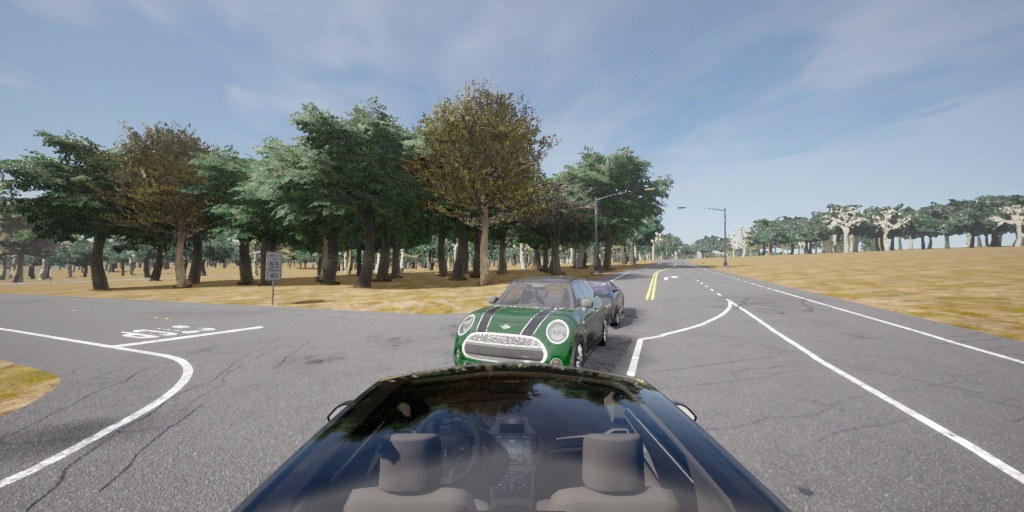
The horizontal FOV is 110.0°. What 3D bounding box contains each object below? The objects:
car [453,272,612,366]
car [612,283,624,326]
[{"bbox_3d":[0.674,1.223,7.487,2.097,1.767,4.553,-1,-2,22],"label":"car"},{"bbox_3d":[2.894,1.556,12.921,1.994,1.385,4.181,-2,0,22],"label":"car"}]
